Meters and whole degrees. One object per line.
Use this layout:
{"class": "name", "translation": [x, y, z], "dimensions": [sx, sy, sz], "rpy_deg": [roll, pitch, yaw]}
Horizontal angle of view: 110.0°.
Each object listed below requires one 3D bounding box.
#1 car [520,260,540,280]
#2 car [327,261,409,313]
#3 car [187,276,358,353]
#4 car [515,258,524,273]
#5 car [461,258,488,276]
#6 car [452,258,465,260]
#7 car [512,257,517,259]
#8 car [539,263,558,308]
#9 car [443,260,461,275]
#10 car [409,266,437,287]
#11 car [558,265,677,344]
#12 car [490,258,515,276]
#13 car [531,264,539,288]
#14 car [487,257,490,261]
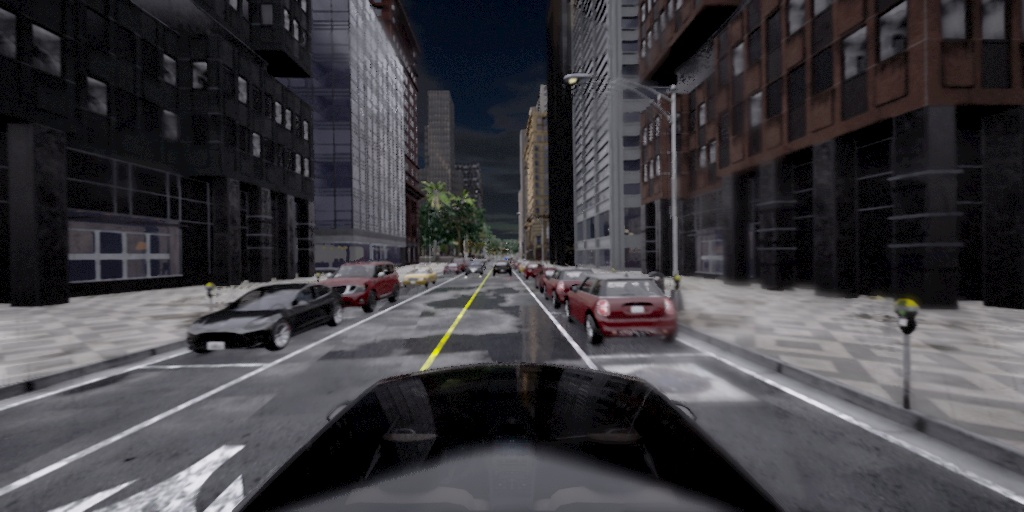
{"class": "car", "translation": [1.951, 1.276, 31.210], "dimensions": [1.888, 1.381, 4.507], "rpy_deg": [0, 0, -2]}
{"class": "car", "translation": [-6.075, 1.157, 14.688], "dimensions": [2.192, 1.841, 5.009], "rpy_deg": [0, 0, -2]}
{"class": "car", "translation": [-5.911, 1.404, 9.264], "dimensions": [1.948, 1.339, 4.313], "rpy_deg": [0, 0, -2]}
{"class": "car", "translation": [1.616, 1.269, 42.225], "dimensions": [1.751, 1.417, 4.829], "rpy_deg": [0, 0, -2]}
{"class": "car", "translation": [-4.082, 1.317, 39.688], "dimensions": [2.128, 1.511, 4.902], "rpy_deg": [-1, 0, -2]}
{"class": "car", "translation": [-7.064, 1.190, 47.228], "dimensions": [2.192, 1.841, 5.009], "rpy_deg": [0, 0, -2]}
{"class": "car", "translation": [1.292, 1.198, 52.900], "dimensions": [1.967, 1.591, 4.097], "rpy_deg": [0, 0, -2]}
{"class": "car", "translation": [2.445, 1.157, 14.943], "dimensions": [1.967, 1.591, 4.097], "rpy_deg": [0, 0, -2]}
{"class": "car", "translation": [-6.900, 1.450, 41.805], "dimensions": [1.802, 1.307, 4.207], "rpy_deg": [0, 0, -2]}
{"class": "car", "translation": [-6.400, 1.376, 25.365], "dimensions": [1.751, 1.417, 4.829], "rpy_deg": [0, 0, -2]}
{"class": "car", "translation": [2.610, 1.153, 9.521], "dimensions": [1.967, 1.591, 4.097], "rpy_deg": [0, 0, -2]}
{"class": "car", "translation": [-0.972, 1.255, 37.077], "dimensions": [1.882, 1.535, 5.008], "rpy_deg": [-1, 0, -1]}
{"class": "car", "translation": [2.280, 1.304, 20.365], "dimensions": [1.802, 1.307, 4.207], "rpy_deg": [0, 0, -2]}
{"class": "car", "translation": [-4.323, 1.053, 47.484], "dimensions": [1.837, 1.490, 4.892], "rpy_deg": [-1, 0, -2]}
